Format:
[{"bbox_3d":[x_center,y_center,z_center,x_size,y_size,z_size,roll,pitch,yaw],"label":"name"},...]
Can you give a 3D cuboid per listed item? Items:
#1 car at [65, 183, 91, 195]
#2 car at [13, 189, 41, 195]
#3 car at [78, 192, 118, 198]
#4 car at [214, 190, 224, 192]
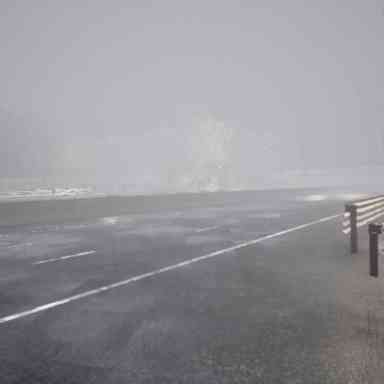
[{"bbox_3d":[-20.824,-0.572,60.942,2.150,2.045,5.566,-1,4,17],"label":"car"},{"bbox_3d":[-24.161,0.309,49.193,2.128,1.511,4.902,-1,2,15],"label":"car"},{"bbox_3d":[-9.330,0.926,34.212,2.128,1.511,4.902,-1,1,38],"label":"car"},{"bbox_3d":[4.176,0.411,51.564,1.994,1.385,4.181,-1,1,38],"label":"car"}]
